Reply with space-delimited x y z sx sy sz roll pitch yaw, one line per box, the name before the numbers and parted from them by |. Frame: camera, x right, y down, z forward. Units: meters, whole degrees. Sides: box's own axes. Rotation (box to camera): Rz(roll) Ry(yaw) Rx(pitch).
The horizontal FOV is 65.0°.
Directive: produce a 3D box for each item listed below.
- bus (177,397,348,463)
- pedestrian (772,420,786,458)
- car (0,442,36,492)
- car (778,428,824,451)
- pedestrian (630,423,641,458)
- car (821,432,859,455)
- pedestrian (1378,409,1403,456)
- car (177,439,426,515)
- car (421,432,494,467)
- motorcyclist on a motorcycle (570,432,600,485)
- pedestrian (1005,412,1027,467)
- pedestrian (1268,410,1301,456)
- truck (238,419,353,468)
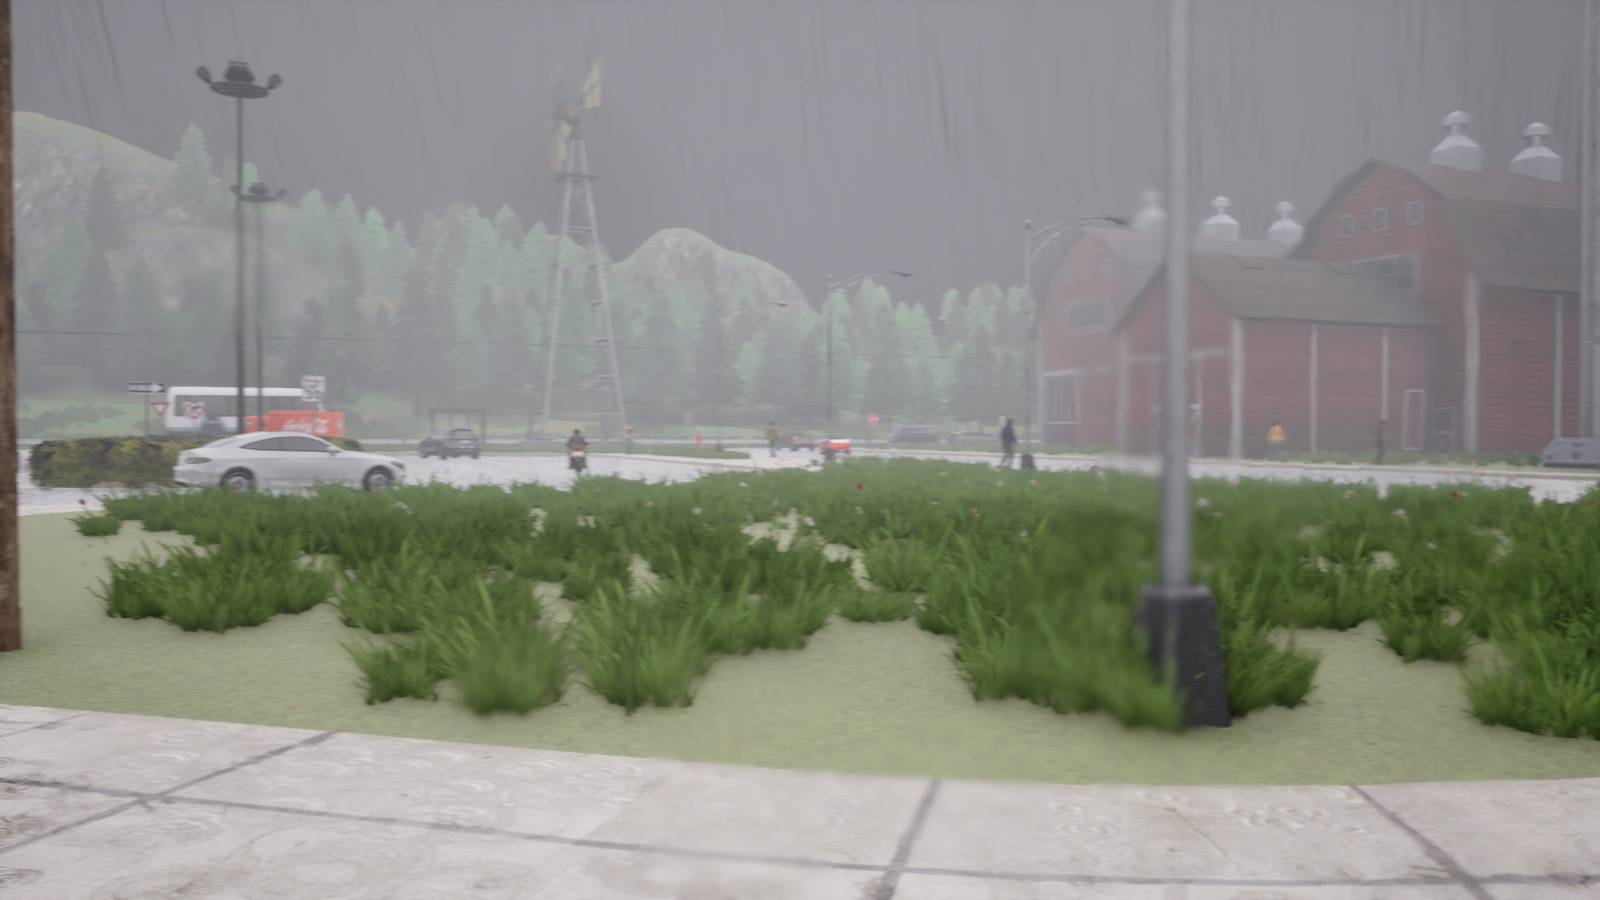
bus | -36.164 -1.399 84.925 10.273 4.253 3.944 -1 1 -22
pedestrian | -1.024 -0.519 60.847 0.431 1.840 0.709 -1 1 -18
car | -25.740 0.533 39.964 1.845 1.501 3.633 -1 1 -22
car | 0.047 -0.748 90.266 1.851 1.617 3.988 -1 1 -23
pedestrian | -8.585 -0.486 65.668 0.345 1.836 0.594 -1 1 -31
car | 2.422 -0.399 75.601 1.481 1.376 2.207 -1 1 -23
pedestrian | 22.885 -0.688 48.684 0.328 1.805 0.869 -1 1 -25
car | -10.722 0.518 27.151 4.674 1.442 1.812 -2 1 -35
car | -17.405 -0.042 63.632 2.033 1.649 4.856 -1 1 -34
motorcyclist on a motorcycle | -6.537 0.242 38.179 0.797 1.523 2.044 -2 1 -11
pedestrian | 7.257 -0.354 42.219 0.370 1.835 0.726 -1 1 -24
pedestrian | 20.057 -0.696 51.972 0.874 1.855 0.900 -1 1 -25
truck | -27.036 -0.376 67.507 5.204 2.467 2.627 -1 1 -9
